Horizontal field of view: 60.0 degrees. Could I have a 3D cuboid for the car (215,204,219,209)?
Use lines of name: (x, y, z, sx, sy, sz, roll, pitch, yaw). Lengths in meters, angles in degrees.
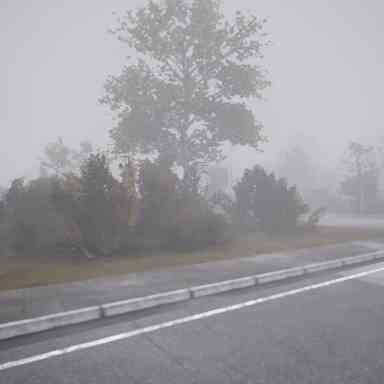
car: (2.021, 2.354, 53.367, 4.902, 1.511, 2.128, -1, -1, 42)
